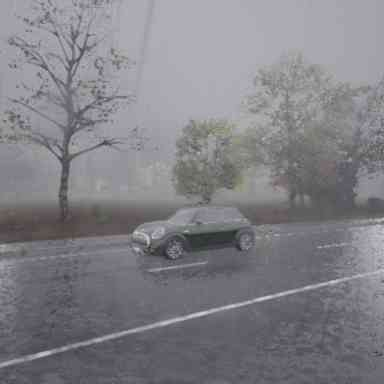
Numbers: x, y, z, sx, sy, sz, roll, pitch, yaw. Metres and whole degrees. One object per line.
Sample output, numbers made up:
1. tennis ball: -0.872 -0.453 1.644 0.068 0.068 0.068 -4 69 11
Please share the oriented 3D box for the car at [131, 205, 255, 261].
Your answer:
1. car: 0.084 1.320 12.260 4.553 1.767 2.097 0 0 -32
